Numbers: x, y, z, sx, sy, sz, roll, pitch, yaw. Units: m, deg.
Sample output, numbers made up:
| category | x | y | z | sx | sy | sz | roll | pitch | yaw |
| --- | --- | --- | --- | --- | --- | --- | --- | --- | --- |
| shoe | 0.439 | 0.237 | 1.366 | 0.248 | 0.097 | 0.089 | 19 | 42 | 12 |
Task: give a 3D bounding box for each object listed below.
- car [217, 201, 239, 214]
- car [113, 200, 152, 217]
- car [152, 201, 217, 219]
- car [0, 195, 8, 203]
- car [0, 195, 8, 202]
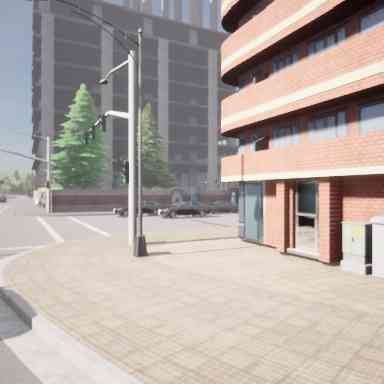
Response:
| category | x | y | z | sx | sy | sz | roll | pitch | yaw |
| --- | --- | --- | --- | --- | --- | --- | --- | --- | --- |
| car | 2.998 | 1.608 | 35.541 | 4.181 | 1.385 | 1.994 | 0 | 0 | -27 |
| car | -4.962 | 1.534 | 31.531 | 4.902 | 1.511 | 2.128 | 0 | 0 | -27 |
| car | -0.654 | 1.536 | 29.781 | 4.902 | 1.511 | 2.128 | 0 | 0 | -27 |
| car | -38.017 | 1.559 | 65.938 | 1.895 | 1.301 | 4.718 | 0 | 0 | -27 |
| car | -42.553 | 1.459 | 74.788 | 1.837 | 1.490 | 4.892 | 0 | 0 | -27 |
